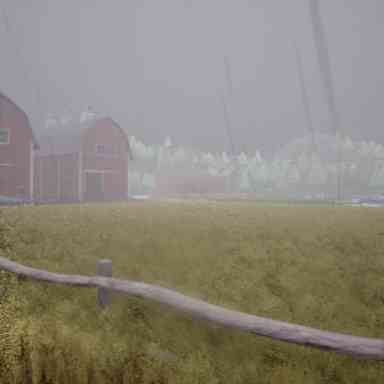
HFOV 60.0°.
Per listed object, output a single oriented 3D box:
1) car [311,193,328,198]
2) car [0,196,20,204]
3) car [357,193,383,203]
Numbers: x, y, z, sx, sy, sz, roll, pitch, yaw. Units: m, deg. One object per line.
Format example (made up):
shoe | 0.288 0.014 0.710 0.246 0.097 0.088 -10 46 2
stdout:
car | 34.097 1.157 88.398 4.605 1.855 1.932 1 0 35
car | -22.357 1.211 38.411 1.812 1.442 4.674 1 0 32
car | 37.037 1.459 69.335 4.611 1.667 2.242 1 0 35
